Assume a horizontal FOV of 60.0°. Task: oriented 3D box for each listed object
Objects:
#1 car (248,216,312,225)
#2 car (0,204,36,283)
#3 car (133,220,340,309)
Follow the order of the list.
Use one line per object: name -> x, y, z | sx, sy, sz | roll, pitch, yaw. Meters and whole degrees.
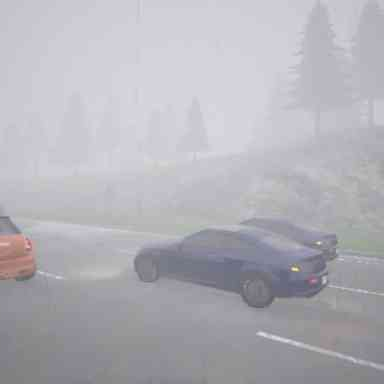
car -> 2.321, 1.502, 10.934 | 4.674, 1.442, 1.812 | 1, 0, 35
car -> -5.902, 1.257, 8.225 | 4.553, 1.767, 2.097 | 1, 0, 36
car -> 0.699, 1.500, 7.793 | 4.674, 1.442, 1.812 | 1, 0, 36
